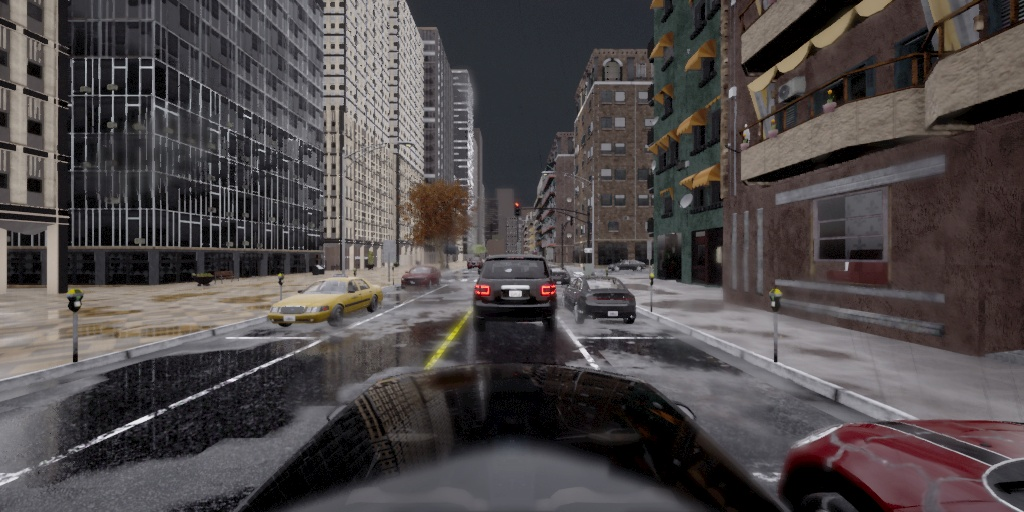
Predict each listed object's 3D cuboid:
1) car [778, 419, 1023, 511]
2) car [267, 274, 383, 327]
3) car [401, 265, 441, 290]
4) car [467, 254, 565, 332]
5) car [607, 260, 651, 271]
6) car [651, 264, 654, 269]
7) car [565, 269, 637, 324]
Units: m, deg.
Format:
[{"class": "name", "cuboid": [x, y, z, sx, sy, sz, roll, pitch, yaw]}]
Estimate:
[{"class": "car", "cuboid": [2.687, 1.190, 0.675, 1.967, 1.591, 4.097, 0, 0, 0]}, {"class": "car", "cuboid": [-5.687, 1.276, 11.574, 1.751, 1.417, 4.829, 0, 0, 0]}, {"class": "car", "cuboid": [-5.683, 1.299, 22.810, 1.888, 1.381, 4.507, 0, 0, 0]}, {"class": "car", "cuboid": [0.094, 0.972, 11.018, 2.150, 2.045, 5.566, 0, 0, 0]}, {"class": "car", "cuboid": [13.452, 1.109, 42.217, 4.403, 1.370, 2.007, 0, 0, -1]}, {"class": "car", "cuboid": [18.849, 1.006, 42.269, 4.829, 1.417, 1.751, 0, 0, -1]}, {"class": "car", "cuboid": [2.693, 1.301, 11.740, 2.007, 1.370, 4.403, 0, 0, 0]}]
